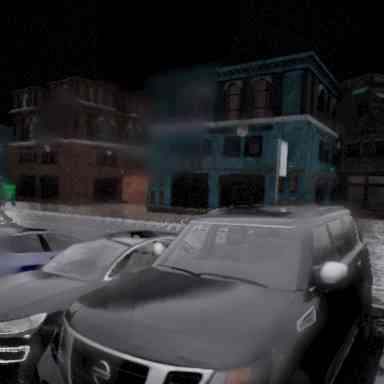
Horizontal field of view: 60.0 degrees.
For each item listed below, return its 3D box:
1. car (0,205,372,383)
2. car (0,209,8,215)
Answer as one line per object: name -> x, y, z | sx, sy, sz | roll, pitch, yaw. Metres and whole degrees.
car -> 0.921, 1.244, 4.456 | 2.435, 2.045, 5.566 | -1, 0, 36
car -> -8.118, 1.370, 10.980 | 2.185, 1.767, 4.553 | 1, 0, 36
